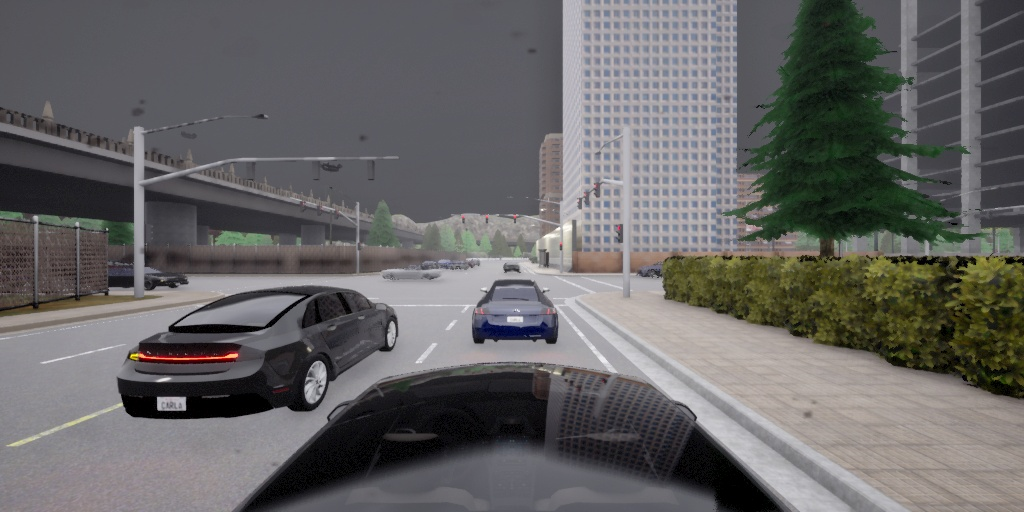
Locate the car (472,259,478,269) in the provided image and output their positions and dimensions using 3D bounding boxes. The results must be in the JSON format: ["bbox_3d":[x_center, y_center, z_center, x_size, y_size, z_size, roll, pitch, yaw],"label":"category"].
[{"bbox_3d":[-7.083,1.351,57.986,1.895,1.301,4.718,0,0,0],"label":"car"}]

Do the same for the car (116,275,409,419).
[{"bbox_3d":[-3.440,1.255,6.068,1.837,1.490,4.892,0,0,0],"label":"car"}]

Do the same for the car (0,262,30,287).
[{"bbox_3d":[-33.545,1.027,22.105,5.566,2.045,2.150,0,0,0],"label":"car"}]

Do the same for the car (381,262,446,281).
[{"bbox_3d":[-8.118,1.375,29.358,4.718,1.301,1.895,0,0,0],"label":"car"}]

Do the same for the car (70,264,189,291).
[{"bbox_3d":[-23.281,1.353,22.127,5.357,1.411,2.033,0,0,0],"label":"car"}]

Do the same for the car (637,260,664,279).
[{"bbox_3d":[13.876,1.157,32.905,4.553,1.767,2.097,0,0,0],"label":"car"}]

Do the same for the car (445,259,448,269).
[{"bbox_3d":[-10.588,1.227,55.930,1.882,1.535,5.008,0,0,0],"label":"car"}]

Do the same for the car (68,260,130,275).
[{"bbox_3d":[-37.387,1.157,32.798,4.553,1.767,2.097,0,0,0],"label":"car"}]

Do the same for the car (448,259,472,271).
[{"bbox_3d":[-7.085,1.314,49.232,1.994,1.385,4.181,0,0,0],"label":"car"}]

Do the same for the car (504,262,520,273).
[{"bbox_3d":[-0.007,1.350,42.827,1.895,1.301,4.718,0,0,-1],"label":"car"}]

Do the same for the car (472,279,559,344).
[{"bbox_3d":[0.079,1.314,9.611,1.994,1.385,4.181,0,0,0],"label":"car"}]

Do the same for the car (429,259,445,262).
[{"bbox_3d":[-10.593,1.297,46.480,2.033,1.411,5.357,0,0,0],"label":"car"}]
